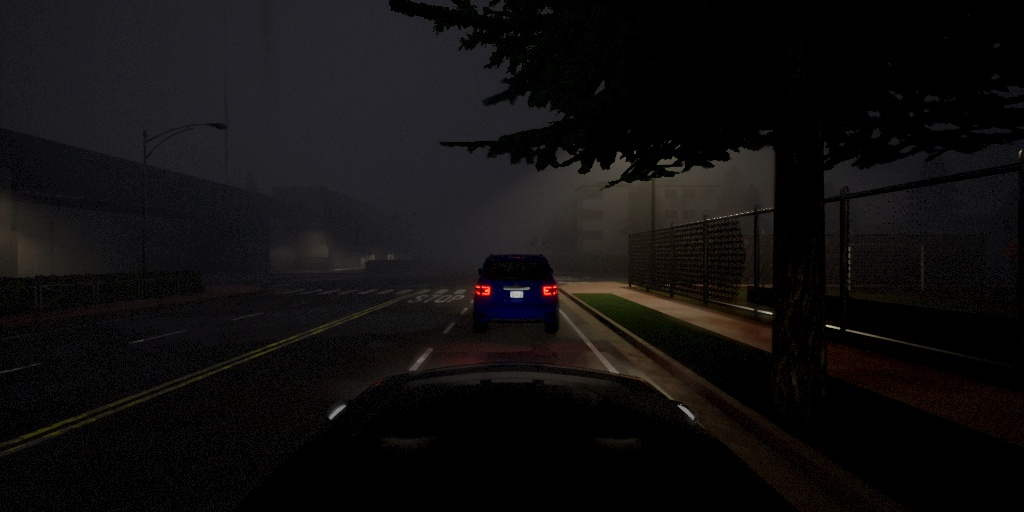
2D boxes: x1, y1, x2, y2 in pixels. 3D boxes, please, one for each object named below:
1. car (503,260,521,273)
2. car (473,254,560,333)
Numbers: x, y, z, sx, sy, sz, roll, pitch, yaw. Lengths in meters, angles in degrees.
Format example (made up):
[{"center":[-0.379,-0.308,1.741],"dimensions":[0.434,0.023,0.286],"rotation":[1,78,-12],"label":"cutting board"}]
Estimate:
[{"center":[0.010,1.239,45.734],"dimensions":[2.128,1.511,4.902],"rotation":[0,0,0],"label":"car"},{"center":[0.112,0.971,10.878],"dimensions":[2.150,2.045,5.566],"rotation":[0,0,0],"label":"car"}]
